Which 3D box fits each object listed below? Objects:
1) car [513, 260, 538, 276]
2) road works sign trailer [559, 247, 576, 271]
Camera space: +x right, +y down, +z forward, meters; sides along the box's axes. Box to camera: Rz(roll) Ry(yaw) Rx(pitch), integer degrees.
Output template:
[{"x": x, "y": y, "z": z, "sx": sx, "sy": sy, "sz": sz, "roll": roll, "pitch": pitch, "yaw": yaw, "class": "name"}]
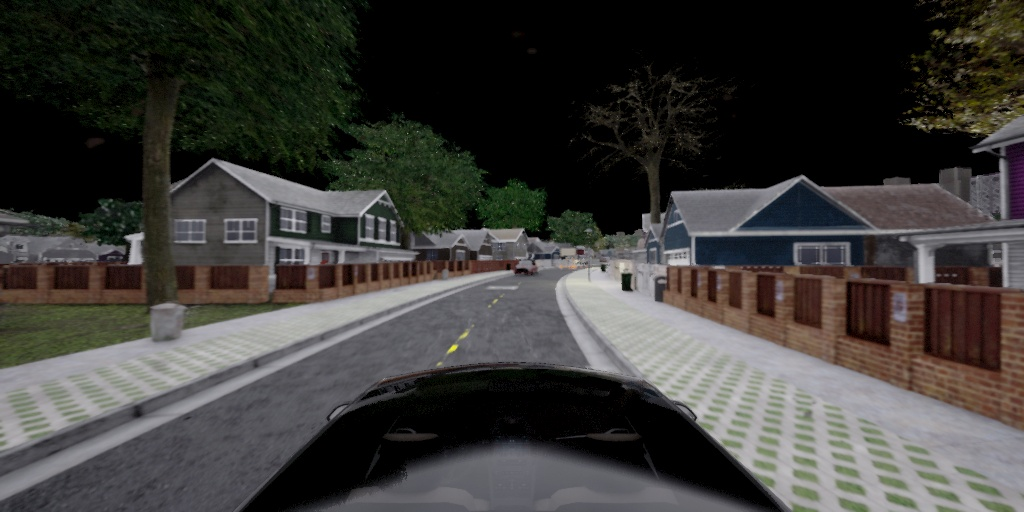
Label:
[{"x": 1.588, "y": 1.217, "z": 39.518, "sx": 2.097, "sy": 1.767, "sz": 4.553, "roll": 0, "pitch": 0, "yaw": 13, "class": "car"}, {"x": 8.615, "y": 0.411, "z": 54.770, "sx": 2.380, "sy": 3.560, "sz": 2.880, "roll": 0, "pitch": 0, "yaw": 20, "class": "road works sign trailer"}]
